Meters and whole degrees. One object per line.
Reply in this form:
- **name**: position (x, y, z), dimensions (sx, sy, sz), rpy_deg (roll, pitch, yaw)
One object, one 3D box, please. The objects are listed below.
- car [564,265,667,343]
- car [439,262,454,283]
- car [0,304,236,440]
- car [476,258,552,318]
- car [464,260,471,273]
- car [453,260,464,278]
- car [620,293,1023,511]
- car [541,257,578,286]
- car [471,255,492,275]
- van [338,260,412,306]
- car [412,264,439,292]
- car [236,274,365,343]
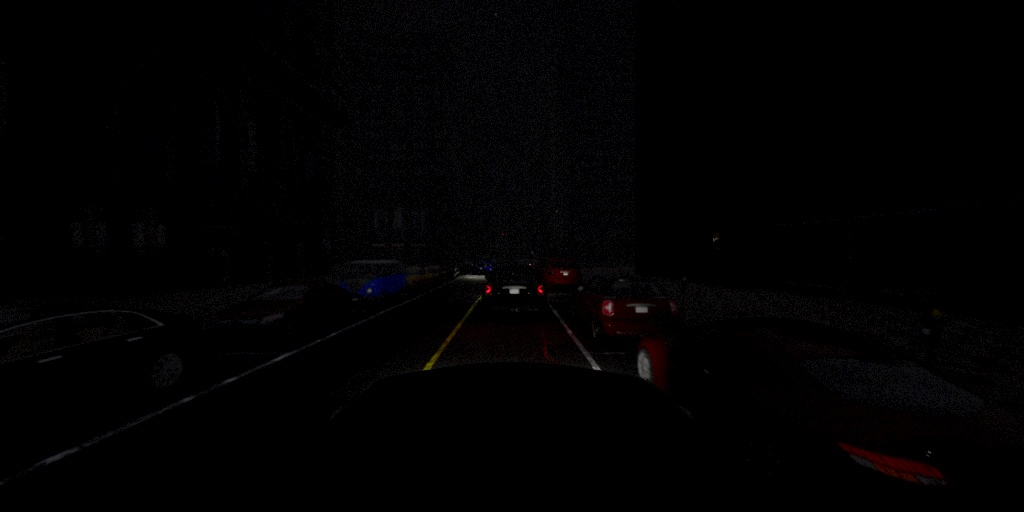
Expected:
- **car**: position (2.763, 1.167, 9.561), dimensions (1.967, 1.591, 4.097), rpy_deg (0, 0, 0)
- **car**: position (-5.761, 1.264, 26.466), dimensions (1.802, 1.307, 4.207), rpy_deg (0, 0, 0)
- **car**: position (-5.763, 1.294, 3.920), dimensions (2.007, 1.370, 4.403), rpy_deg (0, 0, 0)
- **car**: position (0.082, 1.071, 12.878), dimensions (2.097, 1.767, 4.553), rpy_deg (0, 0, 0)
- **car**: position (-5.760, 1.222, 37.739), dimensions (1.948, 1.339, 4.313), rpy_deg (0, 0, 0)
- **car**: position (-5.761, 1.235, 32.103), dimensions (1.948, 1.339, 4.313), rpy_deg (0, 0, 0)
- **car**: position (2.762, 1.325, 3.925), dimensions (1.802, 1.307, 4.207), rpy_deg (0, 0, 0)
- **car**: position (2.764, 1.011, 20.832), dimensions (2.192, 1.841, 5.009), rpy_deg (0, 0, 0)
- **car**: position (-3.082, 0.875, 38.568), dimensions (2.150, 2.045, 5.566), rpy_deg (0, 0, 0)
- **van**: position (-5.762, 1.052, 15.193), dimensions (1.690, 1.789, 3.998), rpy_deg (0, 0, 0)
- **car**: position (-5.761, 1.222, 20.660), dimensions (1.751, 1.417, 4.829), rpy_deg (0, 0, 0)
- **car**: position (-5.762, 1.309, 9.557), dimensions (1.802, 1.307, 4.207), rpy_deg (0, 0, 0)
